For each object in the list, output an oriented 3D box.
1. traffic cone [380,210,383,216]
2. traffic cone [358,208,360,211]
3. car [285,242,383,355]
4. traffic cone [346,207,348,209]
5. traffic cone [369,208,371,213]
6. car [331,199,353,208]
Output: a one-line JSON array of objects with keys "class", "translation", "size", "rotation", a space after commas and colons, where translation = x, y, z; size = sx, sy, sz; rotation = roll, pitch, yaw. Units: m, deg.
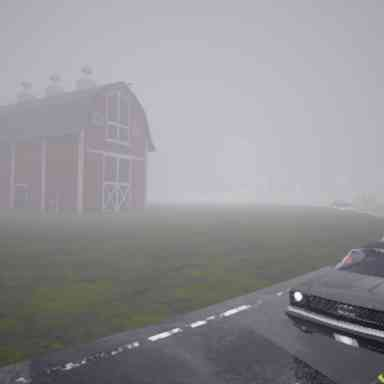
[{"class": "traffic cone", "translation": [19.383, 2.172, 34.072], "size": [0.340, 0.580, 0.340], "rotation": [1, 0, 19]}, {"class": "traffic cone", "translation": [21.777, 2.201, 43.399], "size": [0.340, 0.580, 0.340], "rotation": [1, 0, 10]}, {"class": "car", "translation": [3.615, 1.649, 5.895], "size": [4.718, 1.301, 1.895], "rotation": [1, 0, -44]}, {"class": "traffic cone", "translation": [22.455, 2.215, 48.169], "size": [0.340, 0.580, 0.340], "rotation": [1, 0, 6]}, {"class": "traffic cone", "translation": [20.751, 2.186, 38.691], "size": [0.340, 0.580, 0.340], "rotation": [1, 0, 14]}, {"class": "car", "translation": [24.746, 1.877, 54.921], "size": [1.994, 1.385, 4.181], "rotation": [1, 0, -1]}]
